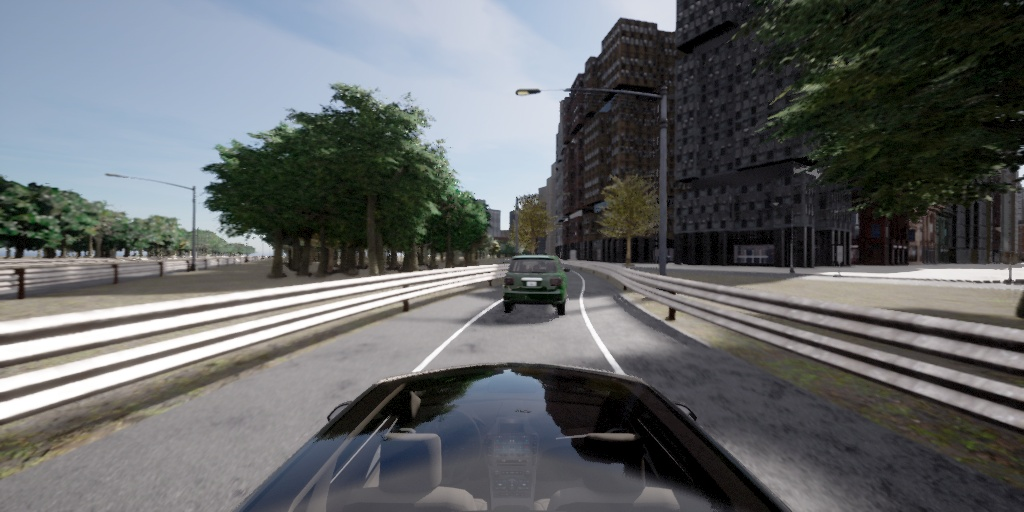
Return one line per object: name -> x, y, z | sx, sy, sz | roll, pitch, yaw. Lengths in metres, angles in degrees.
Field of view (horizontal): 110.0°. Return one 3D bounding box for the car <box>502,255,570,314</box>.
car -> 1.063, 0.996, 14.128 | 2.150, 2.045, 5.566 | 0, 0, 9
